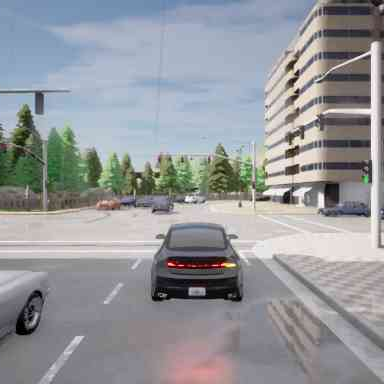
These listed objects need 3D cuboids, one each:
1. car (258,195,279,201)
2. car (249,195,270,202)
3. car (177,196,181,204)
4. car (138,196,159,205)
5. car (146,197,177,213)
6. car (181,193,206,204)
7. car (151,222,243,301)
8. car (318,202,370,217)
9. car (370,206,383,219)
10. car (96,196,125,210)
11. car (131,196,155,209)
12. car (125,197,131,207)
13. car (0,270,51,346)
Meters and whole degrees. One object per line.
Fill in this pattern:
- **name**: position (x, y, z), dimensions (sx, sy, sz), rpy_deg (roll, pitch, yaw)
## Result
- **car**: position (18.524, 1.478, 80.512), dimensions (5.008, 1.535, 1.882), rpy_deg (0, 0, -22)
- **car**: position (15.199, 1.595, 74.726), dimensions (4.718, 1.301, 1.895), rpy_deg (0, 0, -33)
- **car**: position (-2.197, 1.478, 65.331), dimensions (1.882, 1.535, 5.008), rpy_deg (0, 0, 28)
- **car**: position (-7.821, 1.505, 60.748), dimensions (1.837, 1.490, 4.892), rpy_deg (0, 0, 19)
- **car**: position (-3.242, 1.552, 36.757), dimensions (2.033, 1.411, 5.357), rpy_deg (0, 0, 4)
- **car**: position (0.696, 1.221, 63.136), dimensions (2.150, 2.045, 5.566), rpy_deg (0, 0, 26)
- **car**: position (0.117, 1.505, 8.282), dimensions (1.837, 1.490, 4.892), rpy_deg (0, 0, 1)
- **car**: position (14.607, 1.603, 30.949), dimensions (5.357, 1.411, 2.033), rpy_deg (0, 0, 0)
- **car**: position (17.703, 1.581, 27.439), dimensions (4.674, 1.442, 1.812), rpy_deg (0, 0, 0)
- **car**: position (-10.396, 1.352, 41.818), dimensions (2.097, 1.767, 4.553), rpy_deg (0, 0, 2)
- **car**: position (-6.739, 1.564, 46.042), dimensions (1.994, 1.385, 4.181), rpy_deg (0, 0, 0)
- **car**: position (-9.864, 1.478, 51.029), dimensions (1.882, 1.535, 5.008), rpy_deg (0, 0, 7)
- **car**: position (-3.426, 1.601, 3.762), dimensions (1.895, 1.301, 4.718), rpy_deg (0, 0, 0)
